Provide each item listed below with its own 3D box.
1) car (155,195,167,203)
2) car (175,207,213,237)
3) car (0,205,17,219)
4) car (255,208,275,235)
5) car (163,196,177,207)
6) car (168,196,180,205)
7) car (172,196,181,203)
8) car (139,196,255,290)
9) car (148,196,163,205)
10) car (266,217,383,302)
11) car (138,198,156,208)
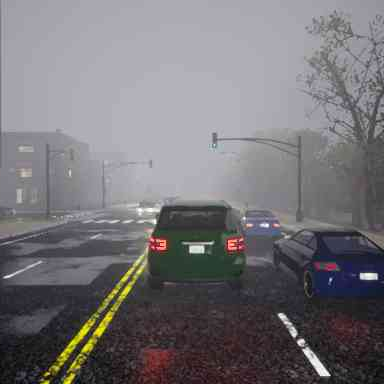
[{"bbox_3d":[-6.506,1.517,70.812,2.128,1.511,4.902,0,0,0],"label":"car"},{"bbox_3d":[0.126,1.597,18.983,1.895,1.301,4.718,0,0,0],"label":"car"},{"bbox_3d":[-19.688,1.785,32.231,4.902,1.511,2.128,-1,1,-1],"label":"car"},{"bbox_3d":[3.338,1.544,17.523,2.033,1.411,5.357,0,0,3],"label":"car"},{"bbox_3d":[-3.310,1.470,50.689,1.882,1.535,5.008,0,0,0],"label":"car"},{"bbox_3d":[-3.307,1.469,60.549,1.882,1.535,5.008,0,0,0],"label":"car"},{"bbox_3d":[-3.257,1.516,70.764,1.812,1.442,4.674,0,0,0],"label":"car"},{"bbox_3d":[0.111,1.220,9.211,2.150,2.045,5.566,0,0,0],"label":"car"},{"bbox_3d":[-6.562,1.540,59.780,2.033,1.411,5.357,0,0,0],"label":"car"},{"bbox_3d":[3.358,1.562,8.288,1.994,1.385,4.181,0,0,0],"label":"car"},{"bbox_3d":[-6.560,1.593,49.003,1.895,1.301,4.718,0,0,0],"label":"car"}]
